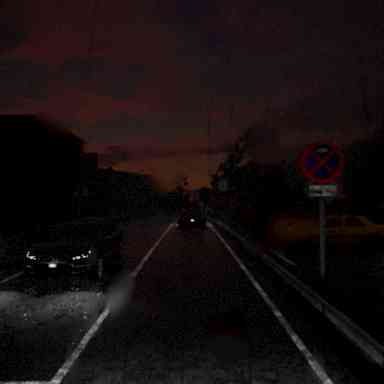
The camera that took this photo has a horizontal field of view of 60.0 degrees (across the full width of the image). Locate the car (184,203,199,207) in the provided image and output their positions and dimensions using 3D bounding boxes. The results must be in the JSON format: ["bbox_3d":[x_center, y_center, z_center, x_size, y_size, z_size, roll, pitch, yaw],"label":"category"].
[{"bbox_3d":[-0.045,2.354,40.995,2.150,2.045,5.566,0,-3,0],"label":"car"}]

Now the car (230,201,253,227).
[{"bbox_3d":[6.186,1.716,26.677,5.566,2.045,2.435,0,-2,-1],"label":"car"}]

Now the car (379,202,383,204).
[{"bbox_3d":[18.346,1.862,30.623,5.566,2.045,2.435,0,-2,-1],"label":"car"}]

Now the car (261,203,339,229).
[{"bbox_3d":[6.278,1.592,17.448,4.553,1.767,2.185,0,-1,-1],"label":"car"}]

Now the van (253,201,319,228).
[{"bbox_3d":[6.336,1.568,20.487,4.442,1.987,1.878,0,-1,-1],"label":"van"}]

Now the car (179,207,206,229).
[{"bbox_3d":[0.022,2.021,25.148,1.994,1.385,4.181,0,-2,0],"label":"car"}]

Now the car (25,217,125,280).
[{"bbox_3d":[-3.375,1.583,10.451,1.837,1.490,4.892,0,-1,0],"label":"car"}]

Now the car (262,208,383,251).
[{"bbox_3d":[6.088,1.654,14.526,5.366,1.575,1.946,0,-1,-1],"label":"car"}]

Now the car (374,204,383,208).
[{"bbox_3d":[18.403,2.025,27.947,4.892,1.521,2.231,0,-2,-1],"label":"car"}]
